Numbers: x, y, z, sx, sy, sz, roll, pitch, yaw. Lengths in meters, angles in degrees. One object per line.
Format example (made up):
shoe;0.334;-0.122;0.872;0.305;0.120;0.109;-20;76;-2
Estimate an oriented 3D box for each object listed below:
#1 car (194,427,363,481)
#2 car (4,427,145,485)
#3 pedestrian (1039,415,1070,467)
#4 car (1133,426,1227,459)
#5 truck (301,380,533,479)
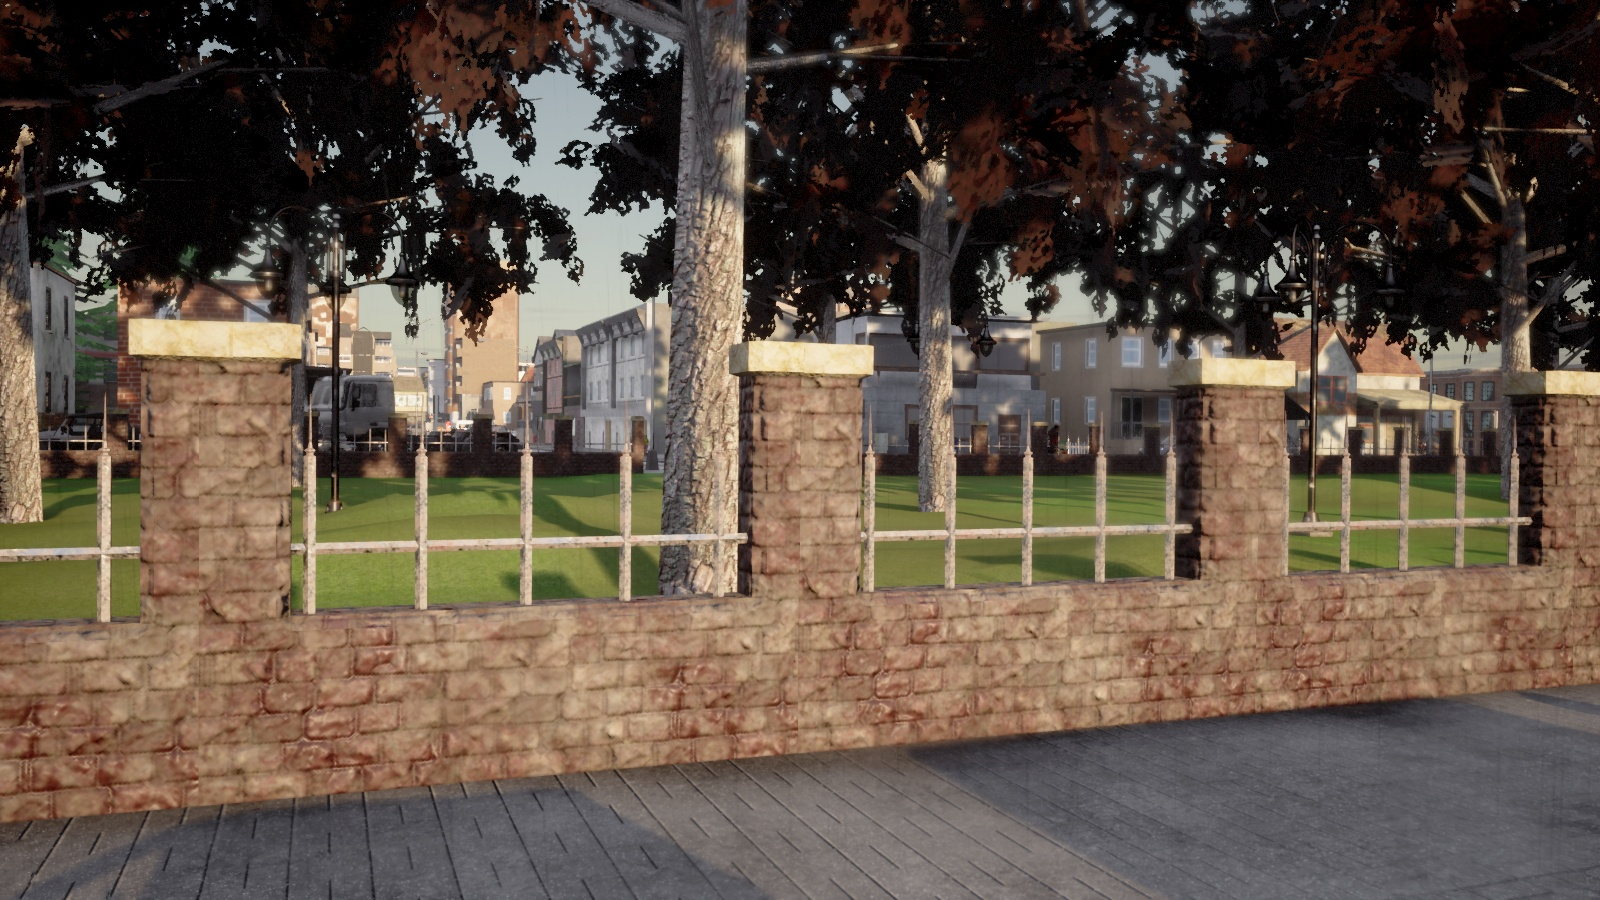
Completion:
car;-17.213;0.087;41.545;5.027;1.651;2.152;-1;1;-23
car;-24.669;0.163;42.846;3.866;1.878;1.905;-1;1;-20
pedestrian;9.276;-0.337;45.737;0.899;1.844;0.634;-1;1;-21
car;17.850;-0.389;59.012;3.806;1.475;1.970;-1;1;-21
truck;-14.422;-0.806;47.822;7.936;3.462;2.891;-2;1;-44
